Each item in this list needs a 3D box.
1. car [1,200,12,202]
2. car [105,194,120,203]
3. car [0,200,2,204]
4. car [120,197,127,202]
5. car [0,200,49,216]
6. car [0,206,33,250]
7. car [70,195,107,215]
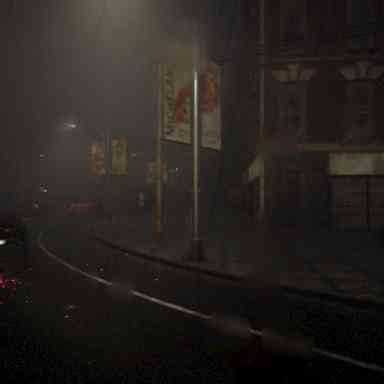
[{"bbox_3d":[-18.332,1.668,36.632,1.812,1.442,4.674,0,0,6],"label":"car"},{"bbox_3d":[-20.057,1.548,80.004,2.435,2.045,5.566,0,0,6],"label":"car"},{"bbox_3d":[-21.744,1.650,37.725,1.837,1.490,4.892,0,0,6],"label":"car"},{"bbox_3d":[-19.287,1.945,87.359,1.895,1.301,4.718,0,0,6],"label":"car"},{"bbox_3d":[-15.097,1.720,30.692,1.895,1.301,4.718,0,0,3],"label":"car"},{"bbox_3d":[-8.047,1.560,14.097,1.837,1.490,4.892,-1,0,-29],"label":"car"},{"bbox_3d":[-11.128,1.493,35.500,2.097,1.767,4.553,0,0,5],"label":"car"}]
